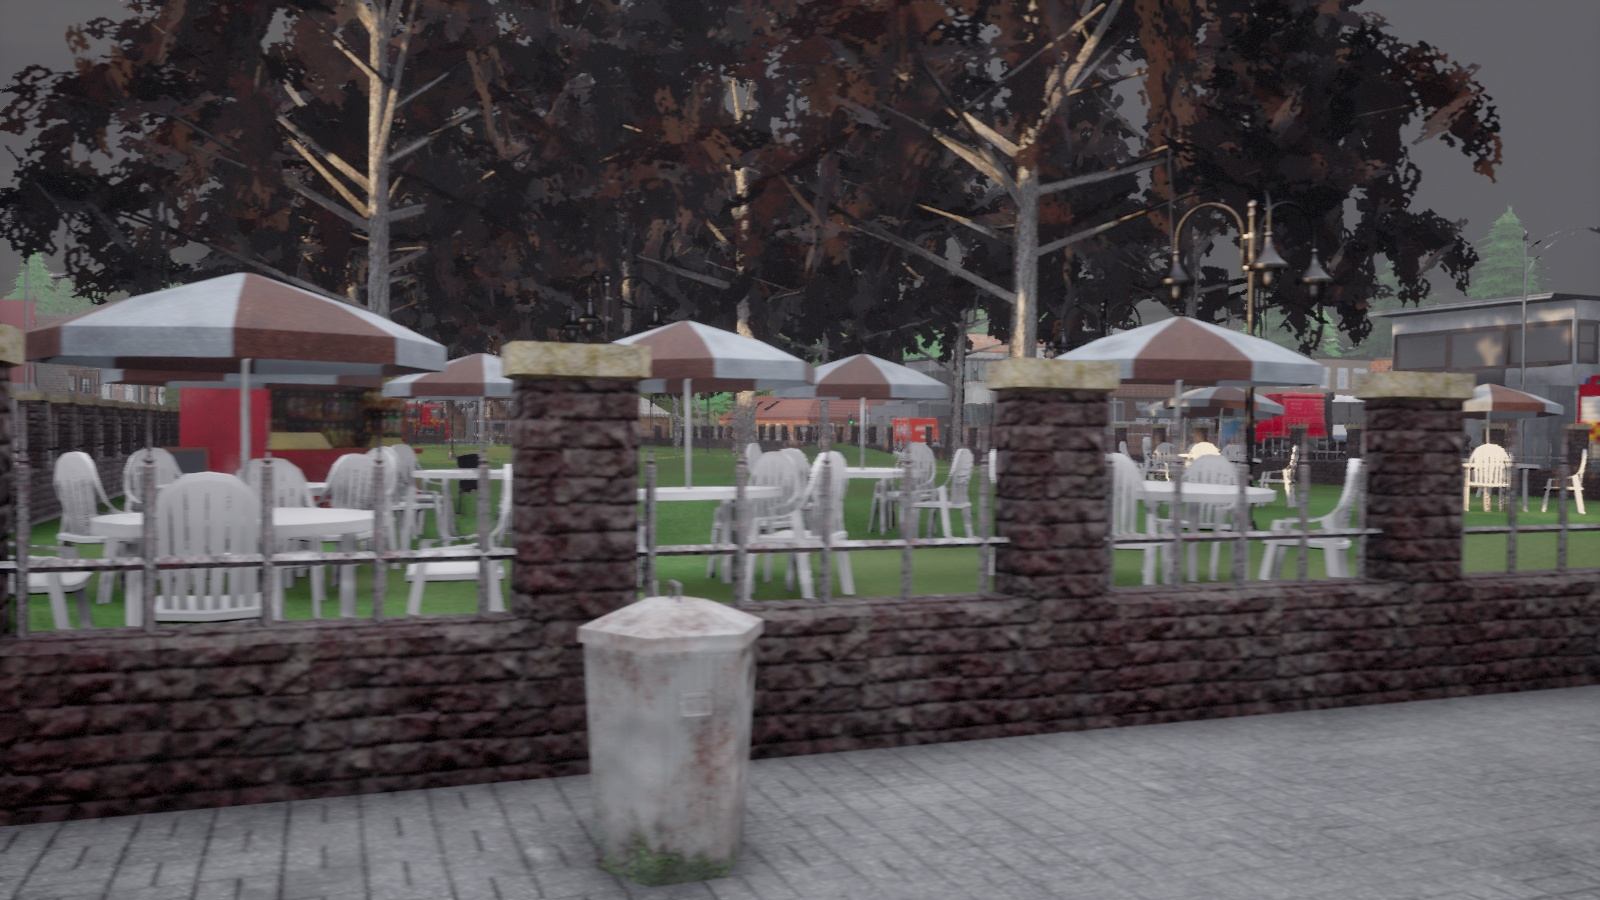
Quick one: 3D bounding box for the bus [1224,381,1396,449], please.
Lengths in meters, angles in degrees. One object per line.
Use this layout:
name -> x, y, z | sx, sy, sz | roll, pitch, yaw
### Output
bus -> 33.348, -2.264, 82.212 | 10.273, 4.253, 3.944 | -1, 1, -17

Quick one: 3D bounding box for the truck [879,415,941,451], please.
truck -> 7.871, -1.229, 90.217 | 2.627, 2.467, 5.204 | -1, 1, -17

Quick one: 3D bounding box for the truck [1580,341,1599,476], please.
truck -> 25.443, -1.170, 32.778 | 2.891, 3.827, 8.468 | -1, 1, -24

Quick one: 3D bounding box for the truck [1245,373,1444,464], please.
truck -> 22.415, -1.269, 52.265 | 2.891, 3.462, 7.936 | -1, 1, -20
